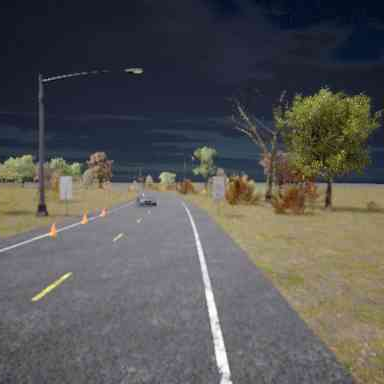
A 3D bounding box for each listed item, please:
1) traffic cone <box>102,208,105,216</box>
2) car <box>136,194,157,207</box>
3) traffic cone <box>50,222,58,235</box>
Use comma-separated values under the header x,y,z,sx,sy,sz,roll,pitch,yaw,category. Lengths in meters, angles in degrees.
x,y,z,sx,sy,sz,roll,pitch,yaw,category
-6.780,1.552,25.455,0.340,0.580,0.340,0,1,-2,traffic cone
-5.256,0.958,37.811,1.994,1.385,4.181,0,1,-16,car
-6.449,1.713,15.511,0.340,0.580,0.340,0,1,-1,traffic cone
